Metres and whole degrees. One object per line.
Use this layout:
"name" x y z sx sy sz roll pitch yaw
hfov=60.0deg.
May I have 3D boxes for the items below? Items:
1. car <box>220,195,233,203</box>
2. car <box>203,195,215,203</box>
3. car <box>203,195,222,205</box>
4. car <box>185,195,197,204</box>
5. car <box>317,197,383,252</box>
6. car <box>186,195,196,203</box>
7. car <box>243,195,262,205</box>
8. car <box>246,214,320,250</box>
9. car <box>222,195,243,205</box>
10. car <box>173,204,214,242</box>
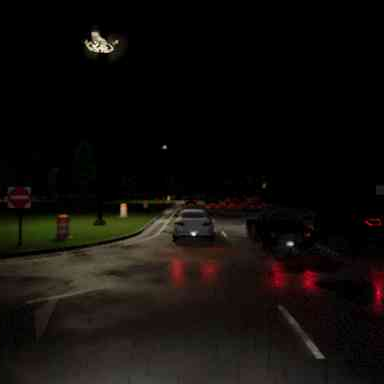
"car" 6.841 1.417 66.336 2.128 1.511 4.902 0 0 0
"car" 3.341 1.417 66.328 2.128 1.511 4.902 0 0 0
"car" 3.365 1.288 56.294 2.097 1.767 4.553 0 0 0
"car" -0.134 1.483 55.900 2.033 1.411 5.357 0 0 0
"car" 7.067 1.206 13.981 2.150 2.045 5.566 0 0 0
"car" -0.159 1.434 66.319 1.837 1.490 4.892 0 0 0
"car" 10.366 1.414 55.924 1.882 1.535 5.008 0 0 0
"car" 3.567 1.584 14.308 1.895 1.301 4.718 0 0 0
"car" 6.865 1.288 56.303 2.097 1.767 4.553 0 0 0
"car" 0.060 1.507 16.199 1.812 1.442 4.674 0 0 0
